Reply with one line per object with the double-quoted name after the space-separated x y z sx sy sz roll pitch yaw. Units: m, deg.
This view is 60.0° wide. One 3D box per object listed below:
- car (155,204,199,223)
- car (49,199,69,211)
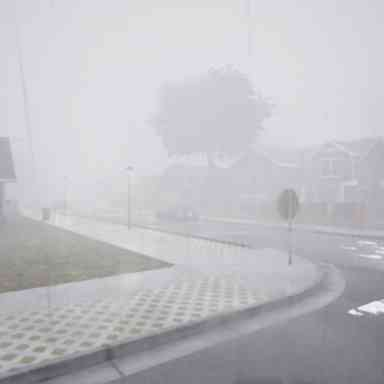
-1.294 1.695 26.828 1.994 1.385 4.181 0 0 -35 "car"
-18.781 1.809 46.847 1.837 1.490 4.892 0 0 -35 "car"
